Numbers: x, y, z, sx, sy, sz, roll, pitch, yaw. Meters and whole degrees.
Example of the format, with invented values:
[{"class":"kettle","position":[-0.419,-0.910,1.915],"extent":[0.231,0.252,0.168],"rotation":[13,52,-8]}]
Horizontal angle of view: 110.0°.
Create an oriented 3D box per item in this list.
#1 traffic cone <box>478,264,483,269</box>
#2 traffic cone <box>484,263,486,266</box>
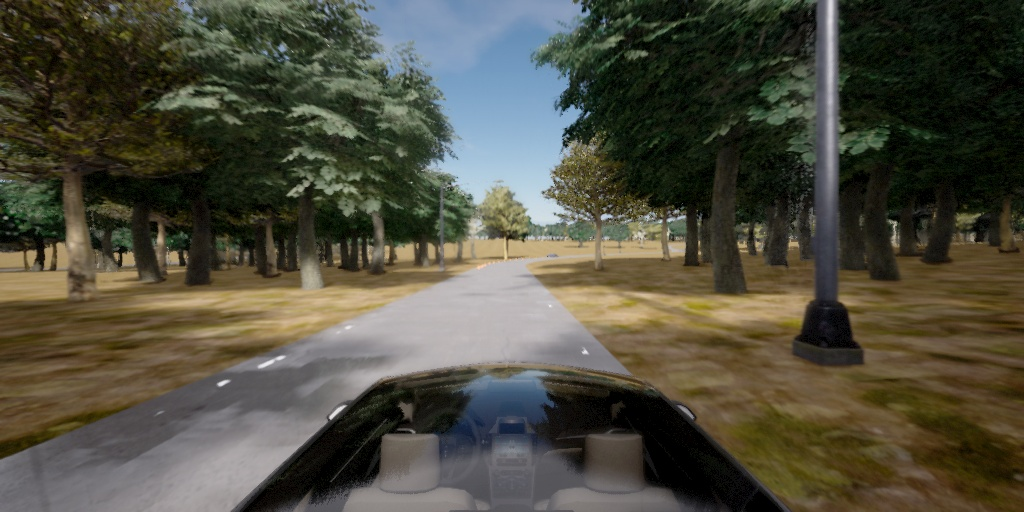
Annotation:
[{"class":"traffic cone","position":[-4.205,1.370,45.460],"extent":[0.340,0.580,0.340],"rotation":[0,0,0]},{"class":"traffic cone","position":[-4.205,1.315,50.462],"extent":[0.340,0.580,0.340],"rotation":[0,0,0]}]
